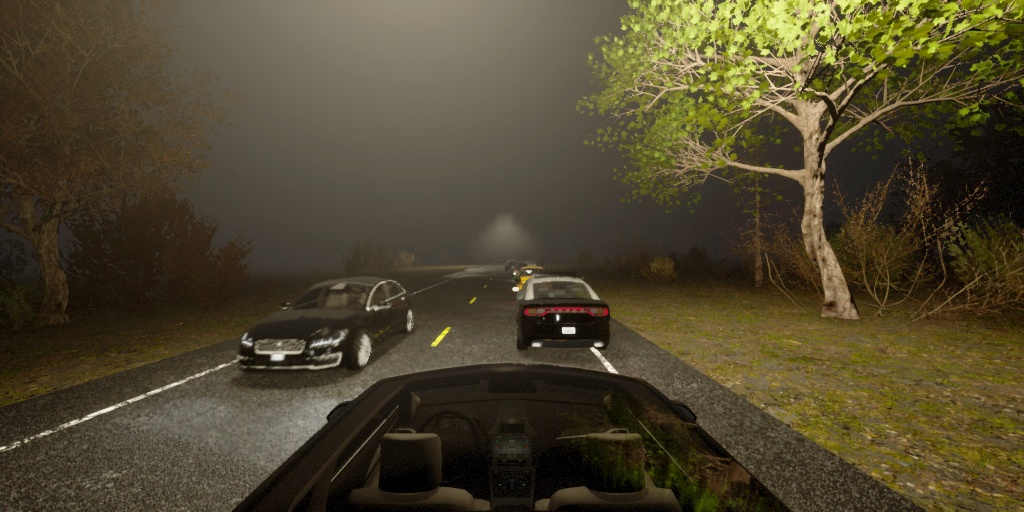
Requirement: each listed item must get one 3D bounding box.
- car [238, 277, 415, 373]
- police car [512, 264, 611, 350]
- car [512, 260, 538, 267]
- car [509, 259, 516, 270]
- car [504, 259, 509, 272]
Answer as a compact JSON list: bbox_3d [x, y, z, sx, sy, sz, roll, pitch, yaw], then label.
[{"bbox_3d":[-3.501,1.256,7.782,1.837,1.490,4.892,0,0,0],"label":"car"},{"bbox_3d":[1.049,1.177,9.222,1.930,1.638,5.238,0,0,0],"label":"police car"},{"bbox_3d":[1.046,1.210,19.305,1.801,1.575,5.366,0,0,0],"label":"car"},{"bbox_3d":[1.044,1.106,25.084,2.097,1.767,4.553,0,0,0],"label":"car"},{"bbox_3d":[0.018,1.284,47.371,1.812,1.442,4.674,0,0,1],"label":"car"}]
